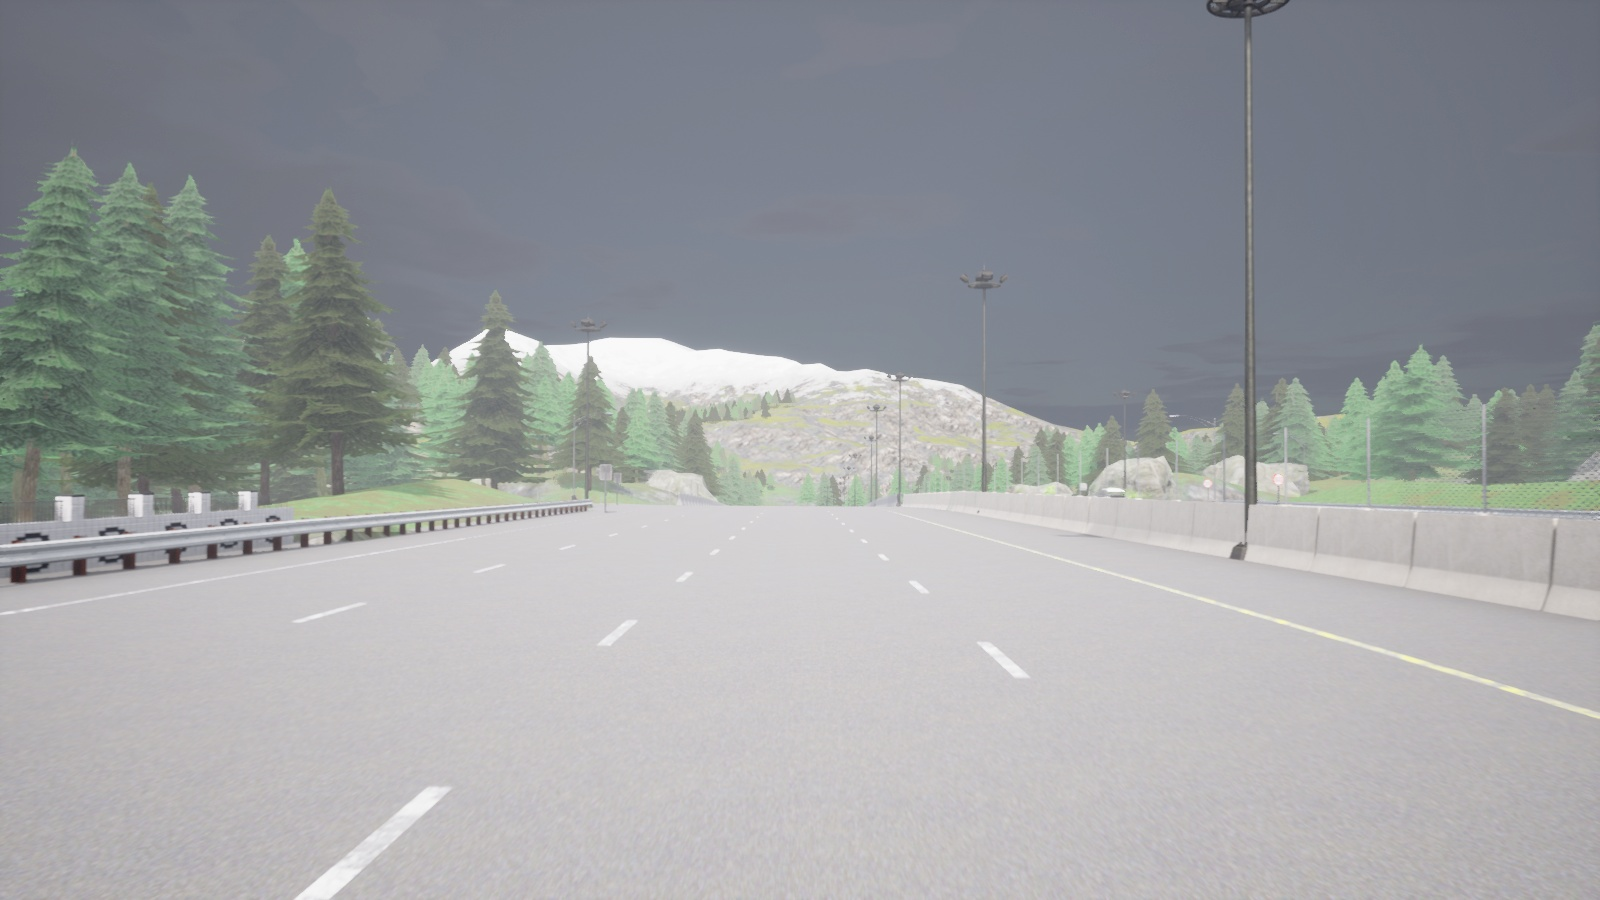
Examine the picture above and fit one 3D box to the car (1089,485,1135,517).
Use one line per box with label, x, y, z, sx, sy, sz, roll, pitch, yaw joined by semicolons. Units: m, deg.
car;13.867;2.263;55.967;1.481;1.376;2.207;0;-1;0
